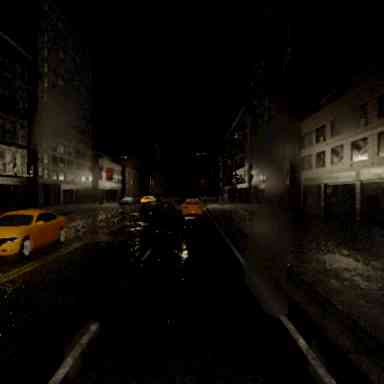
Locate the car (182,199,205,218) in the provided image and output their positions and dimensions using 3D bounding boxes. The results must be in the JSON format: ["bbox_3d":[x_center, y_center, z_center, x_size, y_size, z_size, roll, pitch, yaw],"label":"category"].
[{"bbox_3d":[0.089,1.436,29.670,1.882,1.535,5.008,0,0,1],"label":"car"}]

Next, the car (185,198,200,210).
[{"bbox_3d":[0.080,1.540,43.780,1.895,1.301,4.718,0,0,1],"label":"car"}]

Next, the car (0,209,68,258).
[{"bbox_3d":[-6.491,1.461,12.890,1.882,1.535,5.008,0,0,0],"label":"car"}]

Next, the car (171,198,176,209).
[{"bbox_3d":[-3.149,1.465,44.354,1.812,1.442,4.674,0,0,1],"label":"car"}]

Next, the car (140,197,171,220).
[{"bbox_3d":[-3.129,1.439,27.784,1.882,1.535,5.008,0,0,0],"label":"car"}]

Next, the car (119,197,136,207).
[{"bbox_3d":[-9.718,1.479,50.738,2.033,1.411,5.357,0,0,0],"label":"car"}]
